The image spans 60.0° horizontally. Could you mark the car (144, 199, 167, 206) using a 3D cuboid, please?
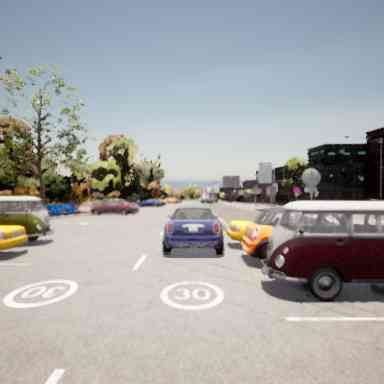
[{"bbox_3d":[-7.863,2.306,72.058,4.674,1.452,2.002,0,-1,1],"label":"car"}]

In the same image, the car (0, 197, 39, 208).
[{"bbox_3d":[-25.815,1.538,49.843,4.902,1.511,2.128,1,2,1],"label":"car"}]

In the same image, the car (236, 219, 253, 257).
[{"bbox_3d":[3.907,1.280,10.473,4.553,1.767,2.185,0,0,0],"label":"car"}]

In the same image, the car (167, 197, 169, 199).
[{"bbox_3d":[-7.906,2.211,68.911,5.008,1.535,2.097,0,-1,1],"label":"car"}]

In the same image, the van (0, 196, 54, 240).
[{"bbox_3d":[-8.204,1.181,14.069,4.442,1.987,1.878,0,0,0],"label":"van"}]

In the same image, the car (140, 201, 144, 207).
[{"bbox_3d":[-8.277,1.551,38.034,4.553,1.767,2.185,0,-1,0],"label":"car"}]

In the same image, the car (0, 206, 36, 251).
[{"bbox_3d":[-8.513,1.403,11.275,5.366,1.575,1.946,0,0,0],"label":"car"}]

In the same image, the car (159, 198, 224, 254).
[{"bbox_3d":[0.062,1.278,13.282,2.097,1.767,4.553,0,0,0],"label":"car"}]

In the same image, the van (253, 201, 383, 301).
[{"bbox_3d":[3.815,1.192,7.436,4.442,1.987,1.878,0,0,0],"label":"van"}]

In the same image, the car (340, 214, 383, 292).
[{"bbox_3d":[3.895,1.211,1.243,5.566,2.045,2.435,0,0,0],"label":"car"}]

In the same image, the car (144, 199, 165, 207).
[{"bbox_3d":[-7.971,2.138,62.362,4.674,1.452,2.002,0,-1,1],"label":"car"}]

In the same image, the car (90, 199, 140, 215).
[{"bbox_3d":[-8.240,1.663,34.861,4.674,1.452,2.002,0,-1,0],"label":"car"}]
